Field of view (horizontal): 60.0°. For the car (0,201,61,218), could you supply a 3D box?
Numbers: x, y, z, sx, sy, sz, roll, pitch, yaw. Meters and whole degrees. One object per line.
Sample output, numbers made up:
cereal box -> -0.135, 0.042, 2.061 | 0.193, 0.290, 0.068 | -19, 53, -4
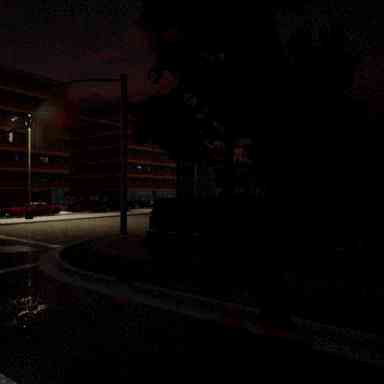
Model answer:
car -> -14.274, 1.601, 29.772 | 1.895, 1.301, 4.718 | 0, 0, 33

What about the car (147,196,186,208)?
car -> -3.418, 1.352, 44.701 | 2.097, 1.767, 4.553 | 0, 0, 36

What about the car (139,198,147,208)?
car -> -7.306, 1.564, 45.296 | 1.994, 1.385, 4.181 | 0, 0, 36

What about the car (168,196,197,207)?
car -> -1.408, 1.492, 53.402 | 2.128, 1.511, 4.902 | 0, 0, 36

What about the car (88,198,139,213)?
car -> -8.741, 1.476, 37.373 | 1.882, 1.535, 5.008 | 0, 0, 36

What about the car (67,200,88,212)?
car -> -12.209, 1.562, 38.525 | 1.994, 1.385, 4.181 | 0, 0, 37
